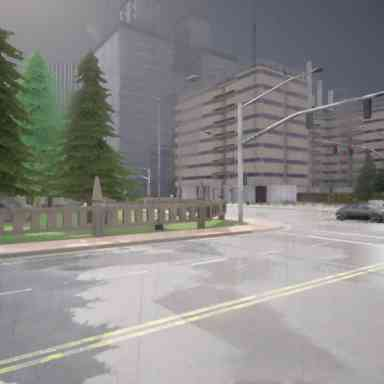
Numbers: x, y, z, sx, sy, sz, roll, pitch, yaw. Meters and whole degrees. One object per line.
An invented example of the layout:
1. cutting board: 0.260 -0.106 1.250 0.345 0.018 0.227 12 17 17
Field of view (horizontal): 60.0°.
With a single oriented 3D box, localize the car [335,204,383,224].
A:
1. car: 12.915 1.564 24.730 1.994 1.385 4.181 0 0 -34
